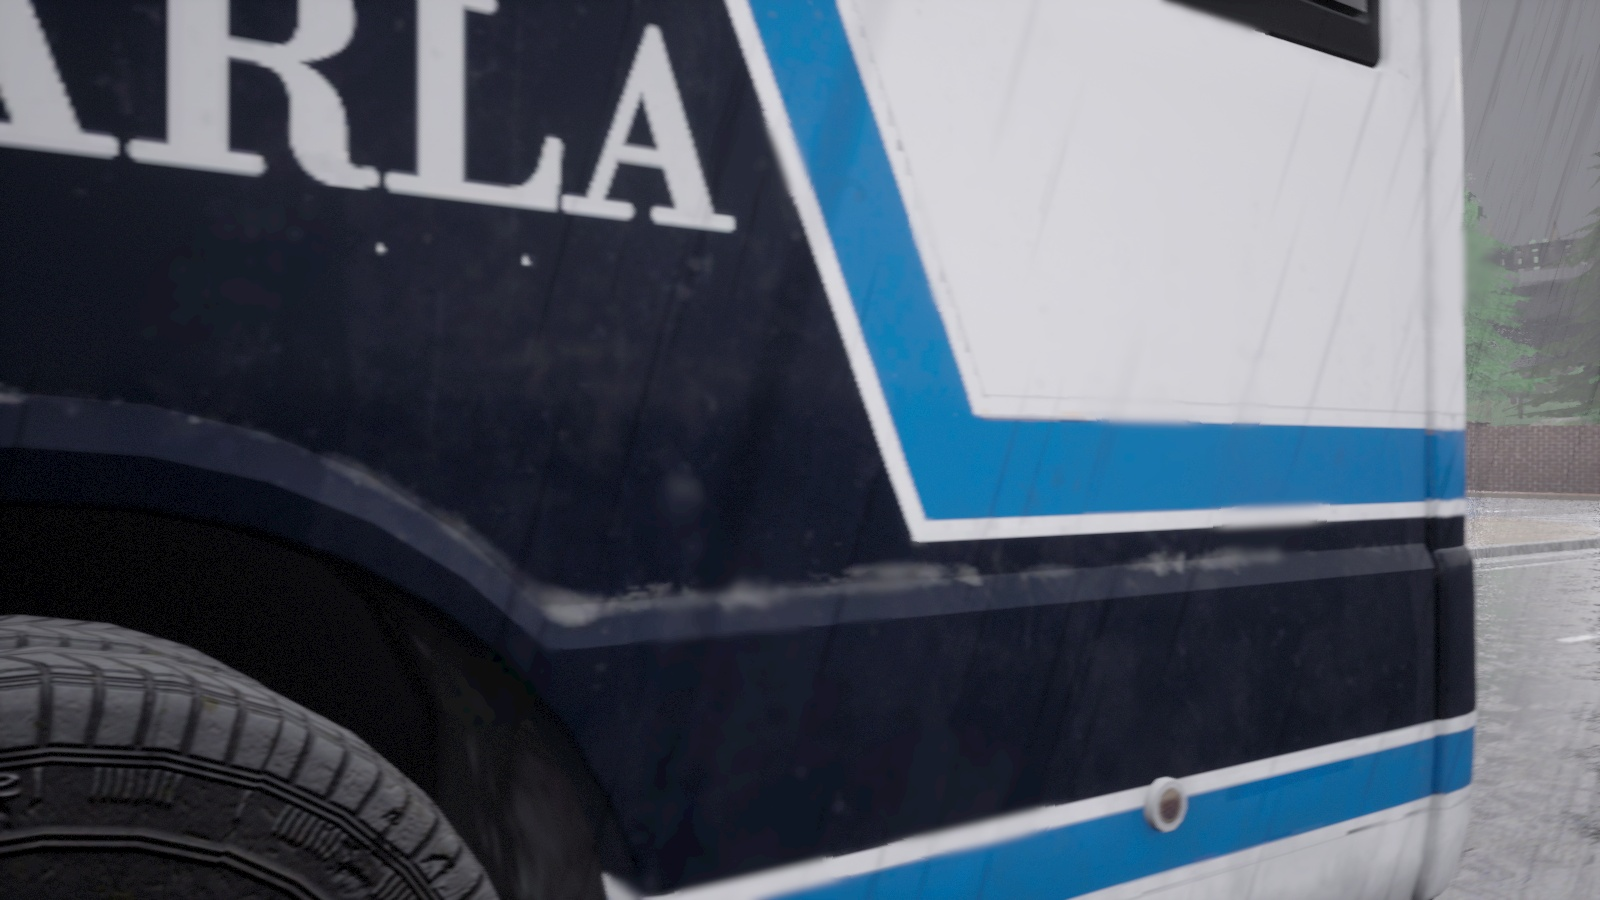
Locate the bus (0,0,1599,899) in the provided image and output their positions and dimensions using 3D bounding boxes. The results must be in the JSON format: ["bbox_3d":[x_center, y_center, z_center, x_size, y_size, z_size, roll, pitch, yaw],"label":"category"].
[{"bbox_3d":[-3.845,-0.621,0.988,10.273,4.253,3.944,0,0,-35],"label":"bus"}]
